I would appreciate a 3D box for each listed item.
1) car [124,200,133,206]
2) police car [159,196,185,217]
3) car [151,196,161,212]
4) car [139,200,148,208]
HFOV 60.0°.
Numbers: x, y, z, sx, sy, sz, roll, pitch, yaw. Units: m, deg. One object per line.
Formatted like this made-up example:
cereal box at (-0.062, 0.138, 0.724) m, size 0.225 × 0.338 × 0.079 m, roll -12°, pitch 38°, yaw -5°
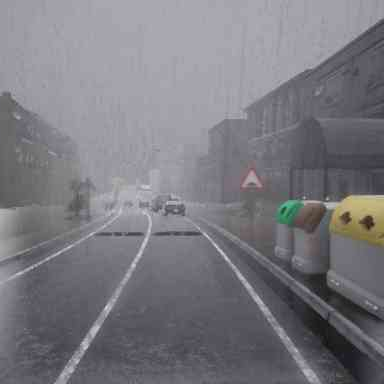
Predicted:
car at (-14.419, 2.497, 75.423) m, size 1.895 × 1.301 × 4.718 m, roll 0°, pitch 0°, yaw -12°
police car at (-1.904, 1.515, 33.037) m, size 1.930 × 1.638 × 5.238 m, roll 0°, pitch -1°, yaw -10°
car at (-3.772, 1.529, 42.888) m, size 2.150 × 2.045 × 5.566 m, roll 0°, pitch -2°, yaw -11°
car at (-9.847, 2.438, 68.058) m, size 1.882 × 1.535 × 5.008 m, roll 0°, pitch 0°, yaw -12°
